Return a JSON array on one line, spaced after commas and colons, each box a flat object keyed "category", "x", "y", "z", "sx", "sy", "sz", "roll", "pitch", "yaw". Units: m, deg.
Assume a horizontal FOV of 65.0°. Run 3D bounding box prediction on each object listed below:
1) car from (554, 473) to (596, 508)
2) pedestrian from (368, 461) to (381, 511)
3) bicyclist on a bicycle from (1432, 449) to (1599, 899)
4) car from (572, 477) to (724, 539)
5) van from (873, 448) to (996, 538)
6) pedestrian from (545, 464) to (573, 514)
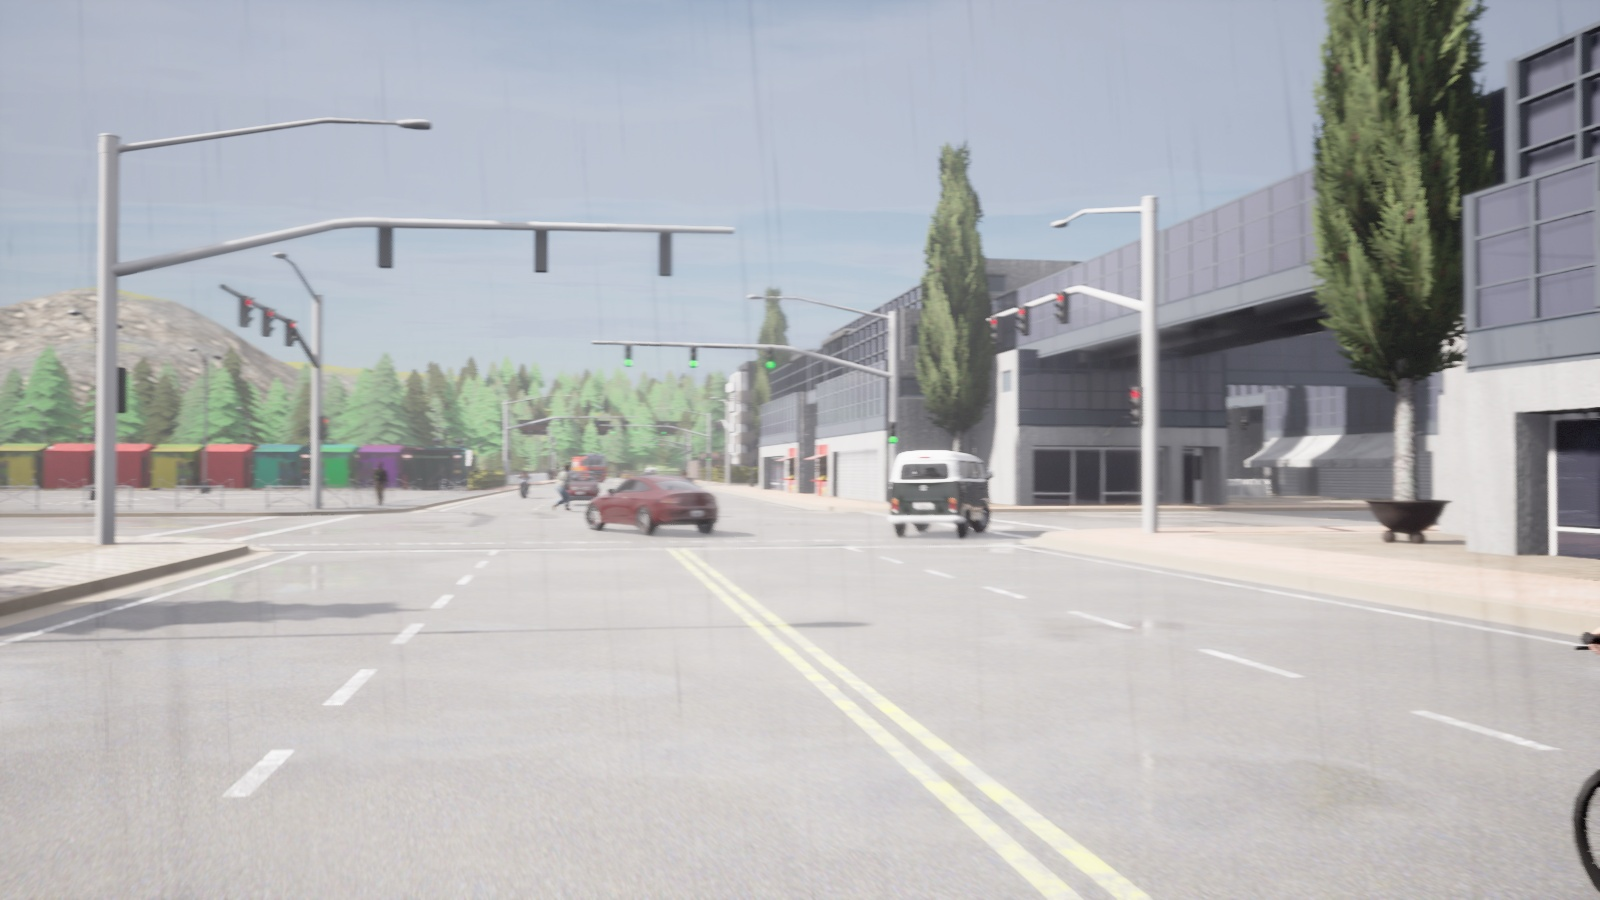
[{"category": "car", "x": -10.164, "y": 1.809, "z": 56.977, "sx": 1.789, "sy": 1.549, "sz": 3.705, "roll": 0, "pitch": -1, "yaw": -9}, {"category": "pedestrian", "x": -16.573, "y": 1.393, "z": 48.930, "sx": 0.395, "sy": 1.930, "sz": 0.692, "roll": 0, "pitch": -1, "yaw": -11}, {"category": "bicyclist on a bicycle", "x": 2.960, "y": 0.802, "z": 4.083, "sx": 0.866, "sy": 1.612, "sz": 1.509, "roll": 0, "pitch": -1, "yaw": -10}, {"category": "car", "x": -3.922, "y": 1.395, "z": 31.694, "sx": 1.812, "sy": 1.442, "sz": 4.674, "roll": 1, "pitch": -1, "yaw": -35}, {"category": "van", "x": 3.399, "y": 1.035, "z": 30.946, "sx": 2.069, "sy": 2.038, "sz": 4.480, "roll": -2, "pitch": -1, "yaw": 18}, {"category": "pedestrian", "x": -9.062, "y": 1.445, "z": 47.193, "sx": 0.900, "sy": 1.855, "sz": 0.874, "roll": 0, "pitch": -1, "yaw": -18}]
